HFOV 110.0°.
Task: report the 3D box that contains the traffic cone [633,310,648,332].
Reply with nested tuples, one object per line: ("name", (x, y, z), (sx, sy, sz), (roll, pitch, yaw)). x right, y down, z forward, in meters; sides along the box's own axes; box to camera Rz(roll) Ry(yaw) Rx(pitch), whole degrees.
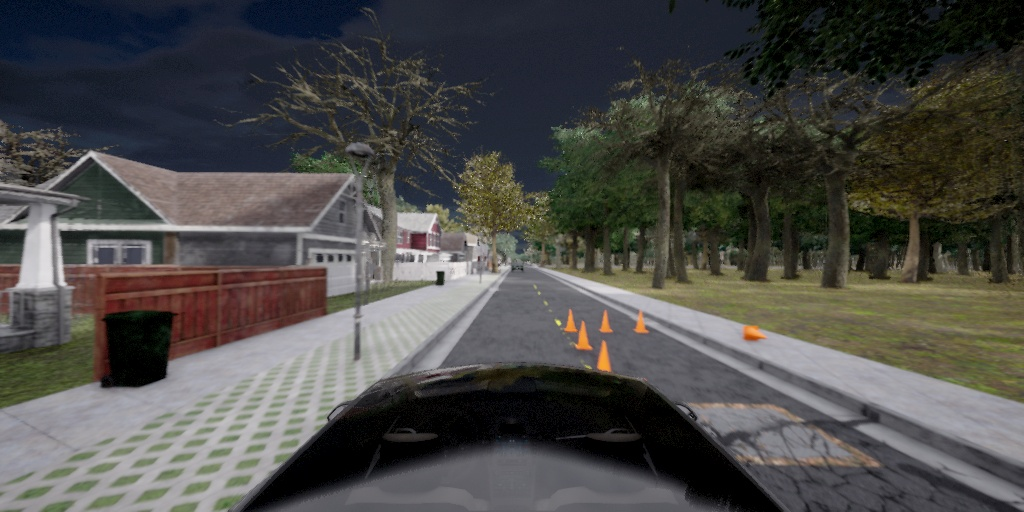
("traffic cone", (3.671, 1.849, 10.243), (0.340, 0.580, 0.340), (0, 0, 1))

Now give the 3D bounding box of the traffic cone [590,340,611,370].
("traffic cone", (1.607, 1.778, 6.276), (0.340, 0.580, 0.340), (0, 0, 1))

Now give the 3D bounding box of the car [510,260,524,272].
("car", (0.944, 1.742, 62.771), (2.150, 2.045, 5.566), (1, -1, 1))

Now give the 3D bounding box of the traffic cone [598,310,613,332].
("traffic cone", (2.671, 1.838, 10.260), (0.340, 0.580, 0.340), (0, 0, 1))

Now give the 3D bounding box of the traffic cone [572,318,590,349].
("traffic cone", (1.639, 1.802, 8.276), (0.340, 0.580, 0.340), (0, 0, 1))

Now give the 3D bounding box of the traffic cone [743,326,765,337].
("traffic cone", (5.620, 1.525, 8.458), (0.340, 0.580, 0.340), (0, 0, 3))

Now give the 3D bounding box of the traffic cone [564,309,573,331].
("traffic cone", (1.671, 1.827, 10.276), (0.340, 0.580, 0.340), (0, 0, 1))
